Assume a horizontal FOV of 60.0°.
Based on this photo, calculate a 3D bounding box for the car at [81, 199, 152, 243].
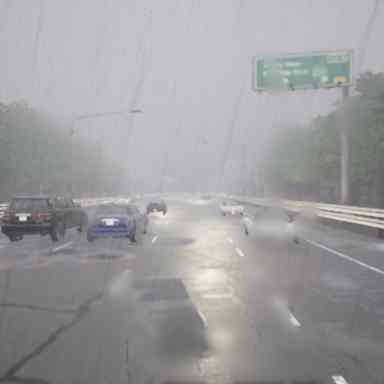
[{"bbox_3d":[-3.394,1.307,15.907,2.097,1.767,4.553,0,0,0],"label":"car"}]

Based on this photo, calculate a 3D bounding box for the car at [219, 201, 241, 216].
[{"bbox_3d":[3.615,1.513,31.330,1.895,1.301,4.718,0,0,0],"label":"car"}]

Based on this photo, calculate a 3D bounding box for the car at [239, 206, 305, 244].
[{"bbox_3d":[3.607,1.557,15.545,1.895,1.301,4.718,0,0,0],"label":"car"}]

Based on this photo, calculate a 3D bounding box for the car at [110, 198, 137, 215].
[{"bbox_3d":[-6.885,1.429,33.842,1.812,1.442,4.674,0,0,0],"label":"car"}]

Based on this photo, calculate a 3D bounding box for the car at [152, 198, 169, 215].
[{"bbox_3d":[-3.384,1.411,33.032,1.837,1.490,4.892,0,0,0],"label":"car"}]

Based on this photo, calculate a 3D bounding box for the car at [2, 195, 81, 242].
[{"bbox_3d":[-6.892,1.175,16.240,2.150,2.045,5.566,0,0,0],"label":"car"}]

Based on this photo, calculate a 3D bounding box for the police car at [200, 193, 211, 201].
[{"bbox_3d":[3.552,1.215,81.183,1.930,1.638,5.238,0,0,0],"label":"police car"}]
